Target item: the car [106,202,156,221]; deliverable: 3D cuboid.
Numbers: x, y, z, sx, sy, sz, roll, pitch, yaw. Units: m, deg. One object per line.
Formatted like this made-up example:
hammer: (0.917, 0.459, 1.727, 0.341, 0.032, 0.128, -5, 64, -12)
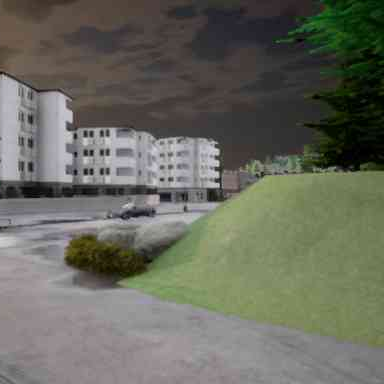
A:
car: (-4.885, 1.554, 27.466, 1.812, 1.442, 4.674, 0, 0, 35)
